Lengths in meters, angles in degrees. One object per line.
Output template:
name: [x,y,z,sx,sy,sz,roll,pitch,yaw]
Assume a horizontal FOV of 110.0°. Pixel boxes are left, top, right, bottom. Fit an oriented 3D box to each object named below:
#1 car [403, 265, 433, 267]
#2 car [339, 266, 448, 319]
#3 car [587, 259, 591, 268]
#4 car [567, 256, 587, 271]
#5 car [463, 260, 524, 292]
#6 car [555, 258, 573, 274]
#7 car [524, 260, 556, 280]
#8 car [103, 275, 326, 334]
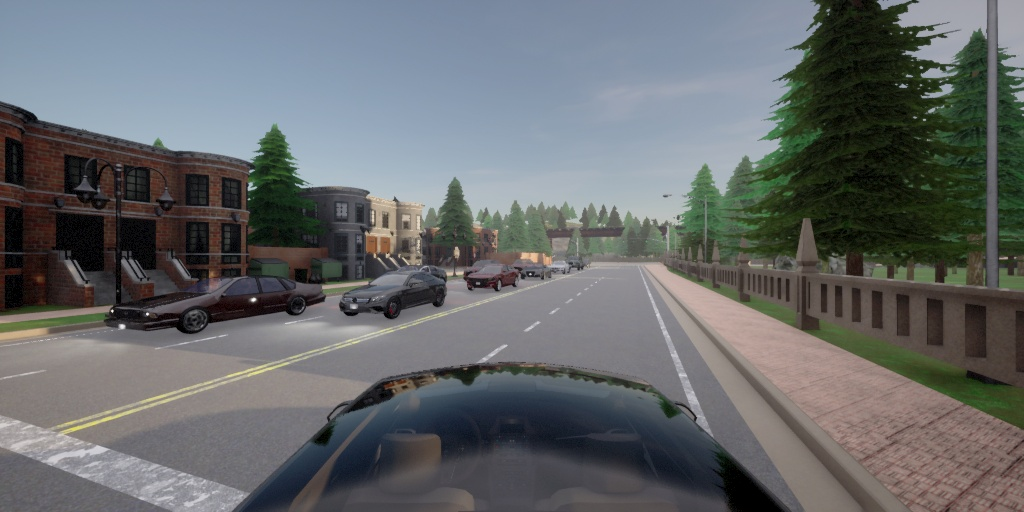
car: [-5.403,1.242,20.054,2.128,1.511,4.902,0,0,18]
car: [-4.063,1.276,13.123,1.812,1.442,4.674,0,0,19]
car: [12.296,1.255,61.015,1.837,1.490,4.892,0,0,19]
car: [8.809,0.972,50.848,2.150,2.045,5.566,0,0,19]
car: [-1.052,1.228,21.953,1.882,1.535,5.008,0,0,19]
car: [5.436,1.276,40.978,1.812,1.442,4.674,0,0,19]
car: [2.189,1.314,31.430,1.994,1.385,4.181,0,0,20]
car: [-8.459,1.297,11.082,2.033,1.411,5.357,0,0,19]
